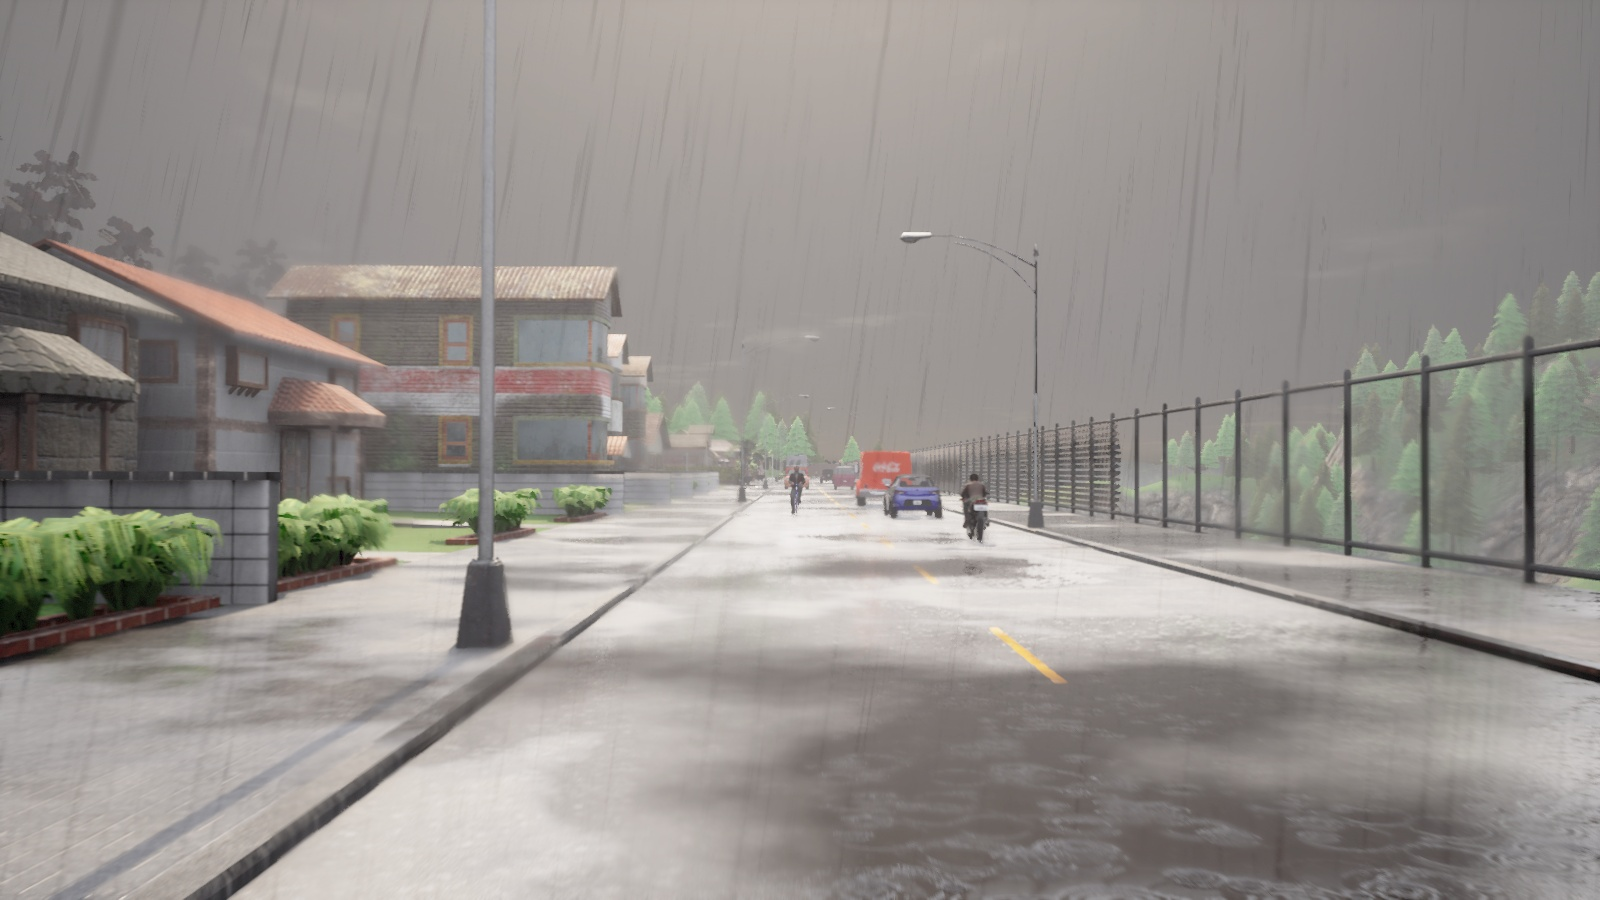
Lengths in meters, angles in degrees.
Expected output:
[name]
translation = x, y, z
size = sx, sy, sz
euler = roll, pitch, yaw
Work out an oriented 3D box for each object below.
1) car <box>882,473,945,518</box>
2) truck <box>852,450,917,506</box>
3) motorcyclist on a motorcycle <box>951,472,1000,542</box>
[car]
translation = 3.894, 1.545, 43.737
size = 1.816, 1.474, 4.193
euler = 0, -1, 0
[truck]
translation = 3.857, 1.288, 58.304
size = 2.627, 2.467, 5.204
euler = 0, -1, 0
[motorcyclist on a motorcycle]
translation = 3.931, 1.255, 28.309
size = 0.797, 1.523, 2.044
euler = 0, -1, 0
